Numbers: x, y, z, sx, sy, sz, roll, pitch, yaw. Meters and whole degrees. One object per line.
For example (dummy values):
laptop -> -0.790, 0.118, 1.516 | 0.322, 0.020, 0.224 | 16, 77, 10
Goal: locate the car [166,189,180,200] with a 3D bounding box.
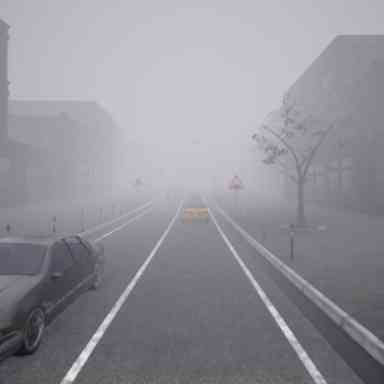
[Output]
car -> -2.787, 0.272, 49.075 | 2.128, 1.511, 4.902 | 0, 3, 1

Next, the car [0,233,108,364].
car -> -3.066, 1.547, 6.292 | 2.033, 1.411, 5.357 | 0, 0, 0

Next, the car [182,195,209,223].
car -> 0.240, 1.300, 24.192 | 1.801, 1.575, 5.366 | 0, 1, 0

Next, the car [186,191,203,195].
car -> 0.346, 0.679, 42.212 | 1.837, 1.490, 4.892 | 0, 3, 0
